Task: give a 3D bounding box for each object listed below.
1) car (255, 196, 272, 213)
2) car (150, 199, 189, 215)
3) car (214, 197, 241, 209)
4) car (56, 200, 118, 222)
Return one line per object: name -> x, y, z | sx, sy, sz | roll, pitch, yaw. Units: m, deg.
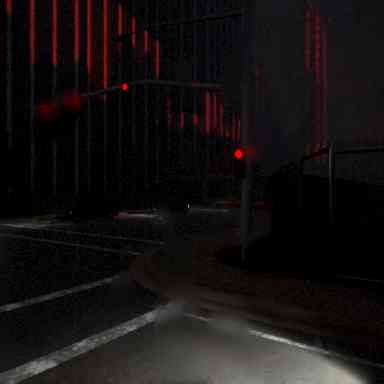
car -> 8.724, 1.296, 36.879 | 2.097, 1.767, 4.553 | 0, 0, 36
car -> -2.198, 1.449, 33.967 | 1.837, 1.490, 4.892 | 0, 0, 36
car -> 4.708, 1.422, 43.623 | 1.882, 1.535, 5.008 | 0, 0, 36
car -> -8.008, 1.422, 25.830 | 1.882, 1.535, 5.008 | 0, 0, 36
